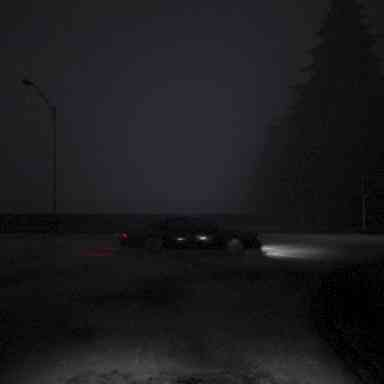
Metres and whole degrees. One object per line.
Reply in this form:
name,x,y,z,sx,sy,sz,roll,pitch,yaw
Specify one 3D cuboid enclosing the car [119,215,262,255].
car,-0.081,1.624,13.054,5.357,1.411,2.033,0,0,0
